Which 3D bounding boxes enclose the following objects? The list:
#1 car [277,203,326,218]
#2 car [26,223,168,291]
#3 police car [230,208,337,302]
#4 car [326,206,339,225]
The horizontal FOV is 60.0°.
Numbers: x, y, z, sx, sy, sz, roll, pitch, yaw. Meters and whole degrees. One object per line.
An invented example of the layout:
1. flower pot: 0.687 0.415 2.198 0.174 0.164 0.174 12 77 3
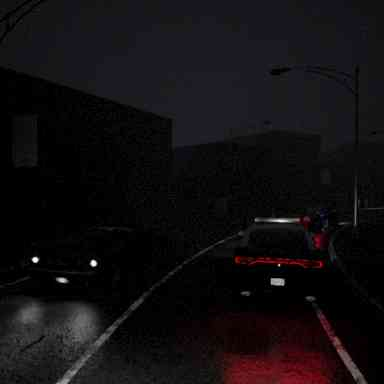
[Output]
1. car: 5.408 1.367 17.151 2.097 1.767 4.553 1 0 27
2. car: -2.257 1.584 9.280 1.895 1.301 4.718 0 0 14
3. police car: 2.174 1.429 8.548 1.930 1.638 5.238 0 0 14
4. car: 8.325 1.559 21.974 1.812 1.442 4.674 1 0 35
